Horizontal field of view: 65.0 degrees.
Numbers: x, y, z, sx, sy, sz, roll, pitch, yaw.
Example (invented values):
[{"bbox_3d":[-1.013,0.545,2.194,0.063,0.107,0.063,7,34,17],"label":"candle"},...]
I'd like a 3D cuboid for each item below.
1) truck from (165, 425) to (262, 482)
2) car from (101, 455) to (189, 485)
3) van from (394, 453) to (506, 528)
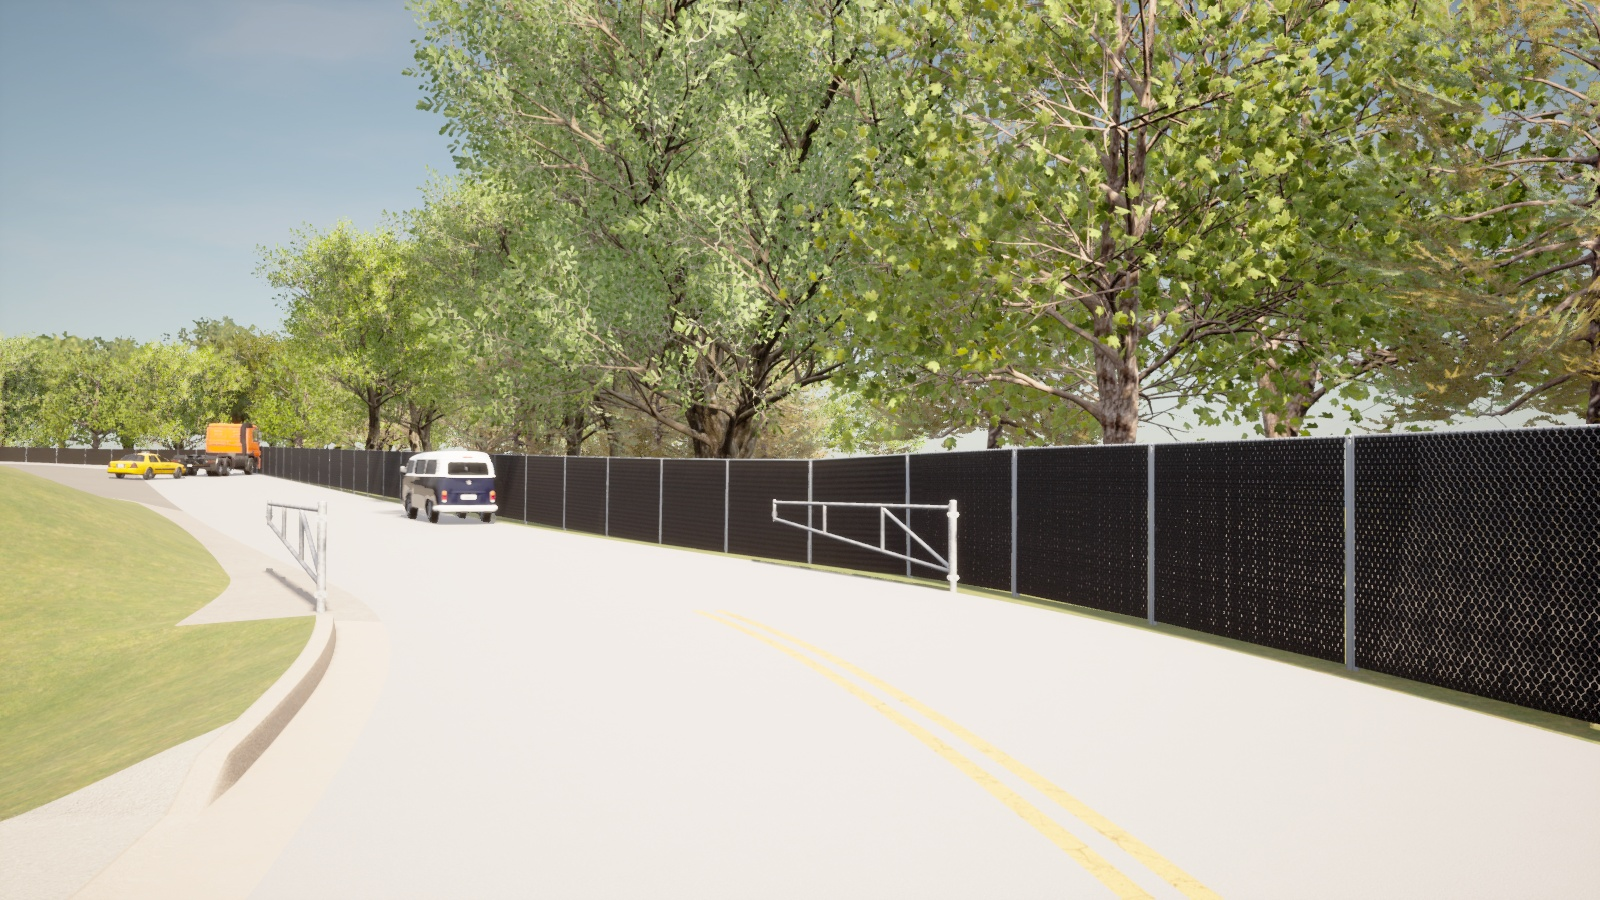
[{"bbox_3d":[-37.600,0.211,80.872,2.891,3.462,7.936,1,0,-3],"label":"truck"},{"bbox_3d":[-36.677,1.127,70.474,1.801,1.575,5.366,1,0,4],"label":"car"},{"bbox_3d":[-10.316,1.133,36.787,2.069,2.038,4.480,1,-1,-31],"label":"van"}]
